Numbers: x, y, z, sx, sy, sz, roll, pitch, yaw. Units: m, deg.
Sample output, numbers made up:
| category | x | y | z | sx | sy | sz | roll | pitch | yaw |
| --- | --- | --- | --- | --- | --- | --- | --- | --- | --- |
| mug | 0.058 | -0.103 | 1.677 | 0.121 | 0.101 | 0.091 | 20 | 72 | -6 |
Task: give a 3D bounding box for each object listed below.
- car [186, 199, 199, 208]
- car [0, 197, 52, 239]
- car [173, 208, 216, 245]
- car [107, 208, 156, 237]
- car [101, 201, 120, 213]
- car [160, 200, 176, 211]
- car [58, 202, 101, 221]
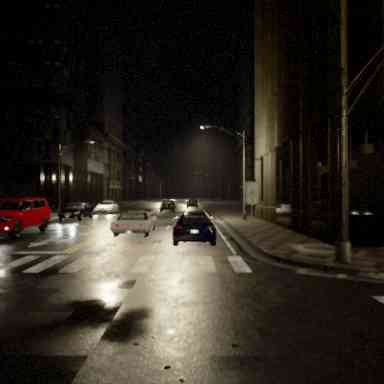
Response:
| category | x | y | z | sx | sy | sz | roll | pitch | yaw |
| --- | --- | --- | --- | --- | --- | --- | --- | --- | --- |
| car | 0.054 | 1.850 | 52.173 | 2.033 | 1.411 | 5.357 | 0 | 0 | 1 |
| car | -9.842 | 1.336 | 18.562 | 2.150 | 2.045 | 5.566 | 0 | 0 | 0 |
| car | 0.107 | 1.672 | 16.186 | 1.994 | 1.385 | 4.181 | 0 | 0 | 0 |
| car | -3.143 | 1.722 | 18.788 | 1.895 | 1.301 | 4.718 | 0 | 0 | 0 |
| car | -9.772 | 1.748 | 38.677 | 1.812 | 1.442 | 4.674 | 0 | 0 | 0 |
| car | -3.134 | 1.803 | 43.938 | 2.033 | 1.411 | 5.357 | 0 | 0 | 0 |
| car | -9.828 | 1.661 | 28.633 | 2.128 | 1.511 | 4.902 | 0 | 0 | 0 |
